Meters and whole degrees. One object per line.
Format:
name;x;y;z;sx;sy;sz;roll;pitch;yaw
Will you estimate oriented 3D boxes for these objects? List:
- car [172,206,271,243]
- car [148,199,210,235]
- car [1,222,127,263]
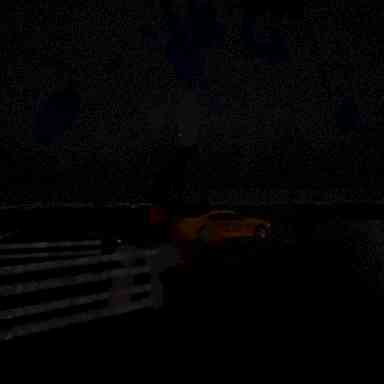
car;1.724;1.702;17.476;5.008;1.535;1.882;0;0;-16
car;0.048;1.468;20.635;5.566;2.045;2.150;0;0;-16
car;-4.495;1.774;12.008;4.181;1.385;1.994;0;0;-16
